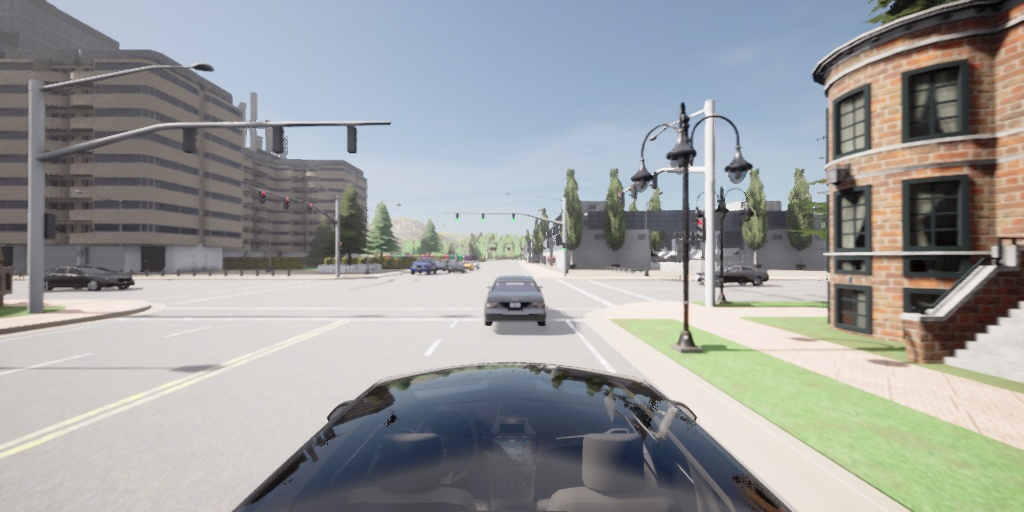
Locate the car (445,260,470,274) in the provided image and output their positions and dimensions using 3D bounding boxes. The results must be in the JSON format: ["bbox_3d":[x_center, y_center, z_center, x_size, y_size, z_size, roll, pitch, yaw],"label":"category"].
[{"bbox_3d":[-7.089,1.565,46.878,1.994,1.385,4.181,0,0,0],"label":"car"}]

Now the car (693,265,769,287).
[{"bbox_3d":[15.450,1.374,25.394,4.902,1.511,2.128,0,0,-1],"label":"car"}]

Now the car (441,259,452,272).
[{"bbox_3d":[-10.598,1.587,53.797,2.033,1.411,5.357,0,0,0],"label":"car"}]

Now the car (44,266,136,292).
[{"bbox_3d":[-26.164,1.367,22.013,4.892,1.490,1.837,0,0,0],"label":"car"}]

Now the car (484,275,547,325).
[{"bbox_3d":[0.091,1.355,11.989,2.033,1.411,5.357,0,0,0],"label":"car"}]

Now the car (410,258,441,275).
[{"bbox_3d":[-10.597,1.204,43.485,2.150,2.045,5.566,0,0,0],"label":"car"}]

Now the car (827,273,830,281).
[{"bbox_3d":[25.431,1.238,25.906,4.553,1.767,2.097,0,0,-8],"label":"car"}]

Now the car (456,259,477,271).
[{"bbox_3d":[-7.084,1.530,55.968,1.882,1.535,5.008,0,0,0],"label":"car"}]
